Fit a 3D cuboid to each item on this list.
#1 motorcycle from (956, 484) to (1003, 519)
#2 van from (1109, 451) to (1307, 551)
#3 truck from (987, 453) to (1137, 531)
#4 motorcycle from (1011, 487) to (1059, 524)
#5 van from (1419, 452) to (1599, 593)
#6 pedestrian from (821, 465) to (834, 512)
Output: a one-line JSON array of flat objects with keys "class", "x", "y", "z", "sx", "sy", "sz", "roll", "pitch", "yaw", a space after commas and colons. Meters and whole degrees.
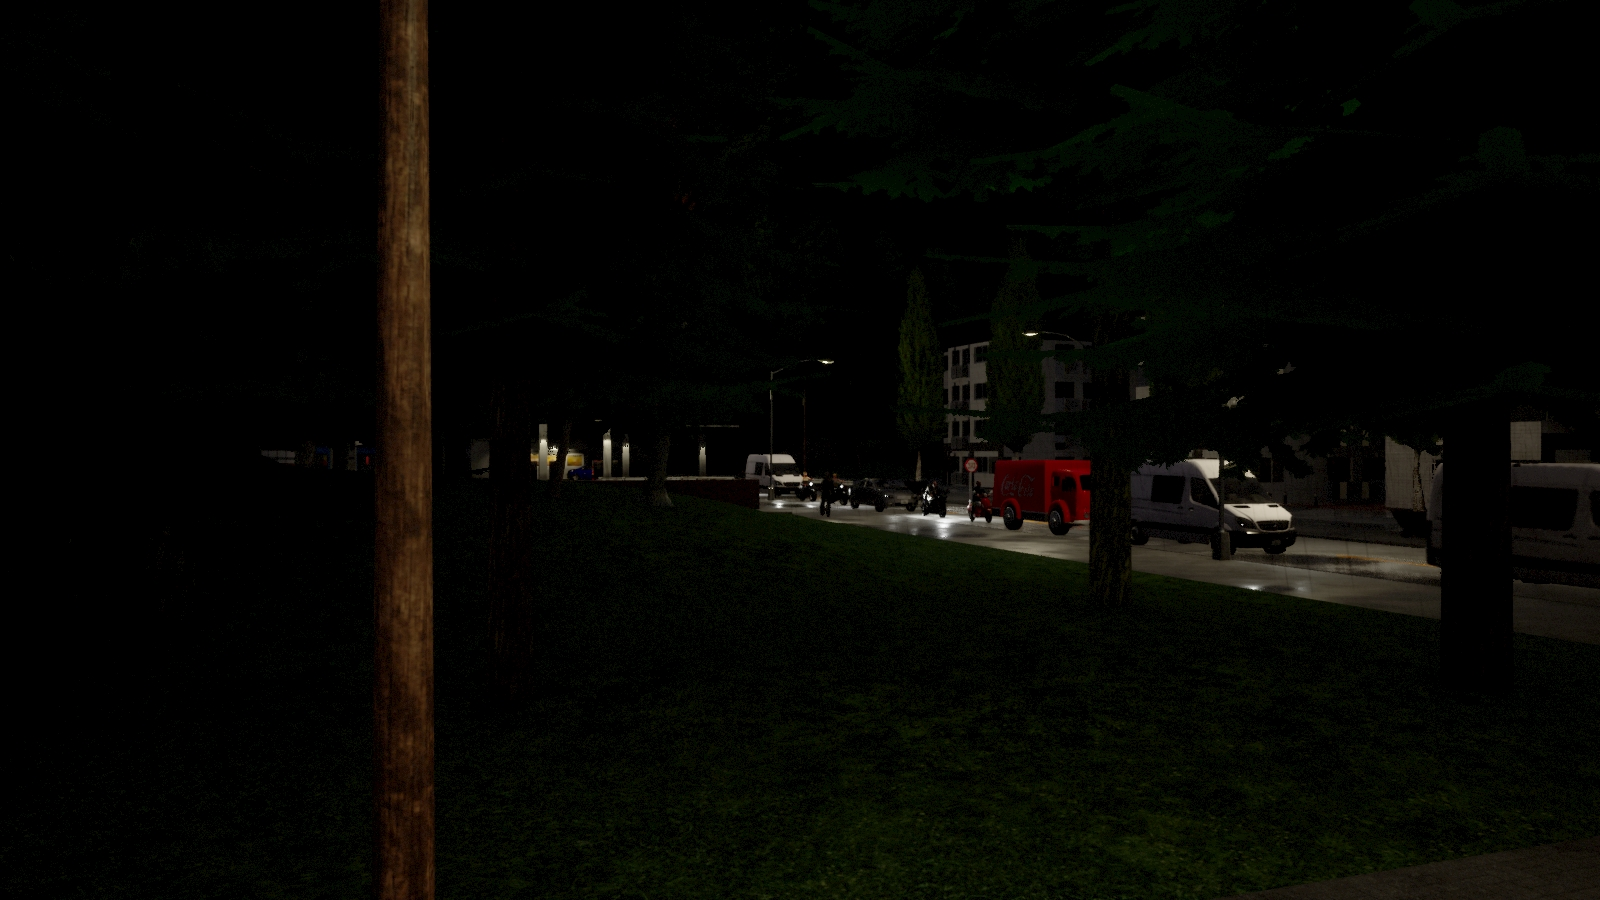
[{"class": "motorcycle", "x": 6.991, "y": 1.993, "z": 44.695, "sx": 0.867, "sy": 1.251, "sz": 2.209, "roll": 0, "pitch": 0, "yaw": -20}, {"class": "van", "x": 11.394, "y": 1.323, "z": 32.487, "sx": 1.988, "sy": 2.561, "sz": 5.915, "roll": 0, "pitch": 0, "yaw": -20}, {"class": "truck", "x": 8.905, "y": 1.356, "z": 39.393, "sx": 2.627, "sy": 2.467, "sz": 5.204, "roll": 0, "pitch": 0, "yaw": -20}, {"class": "motorcycle", "x": 8.397, "y": 1.970, "z": 40.853, "sx": 0.856, "sy": 1.236, "sz": 1.805, "roll": 0, "pitch": 0, "yaw": -20}, {"class": "van", "x": 15.188, "y": 1.323, "z": 22.001, "sx": 1.988, "sy": 2.561, "sz": 5.915, "roll": 0, "pitch": 0, "yaw": -20}, {"class": "pedestrian", "x": 1.089, "y": 1.532, "z": 45.419, "sx": 0.375, "sy": 1.860, "sz": 0.375, "roll": 0, "pitch": 0, "yaw": -20}]
